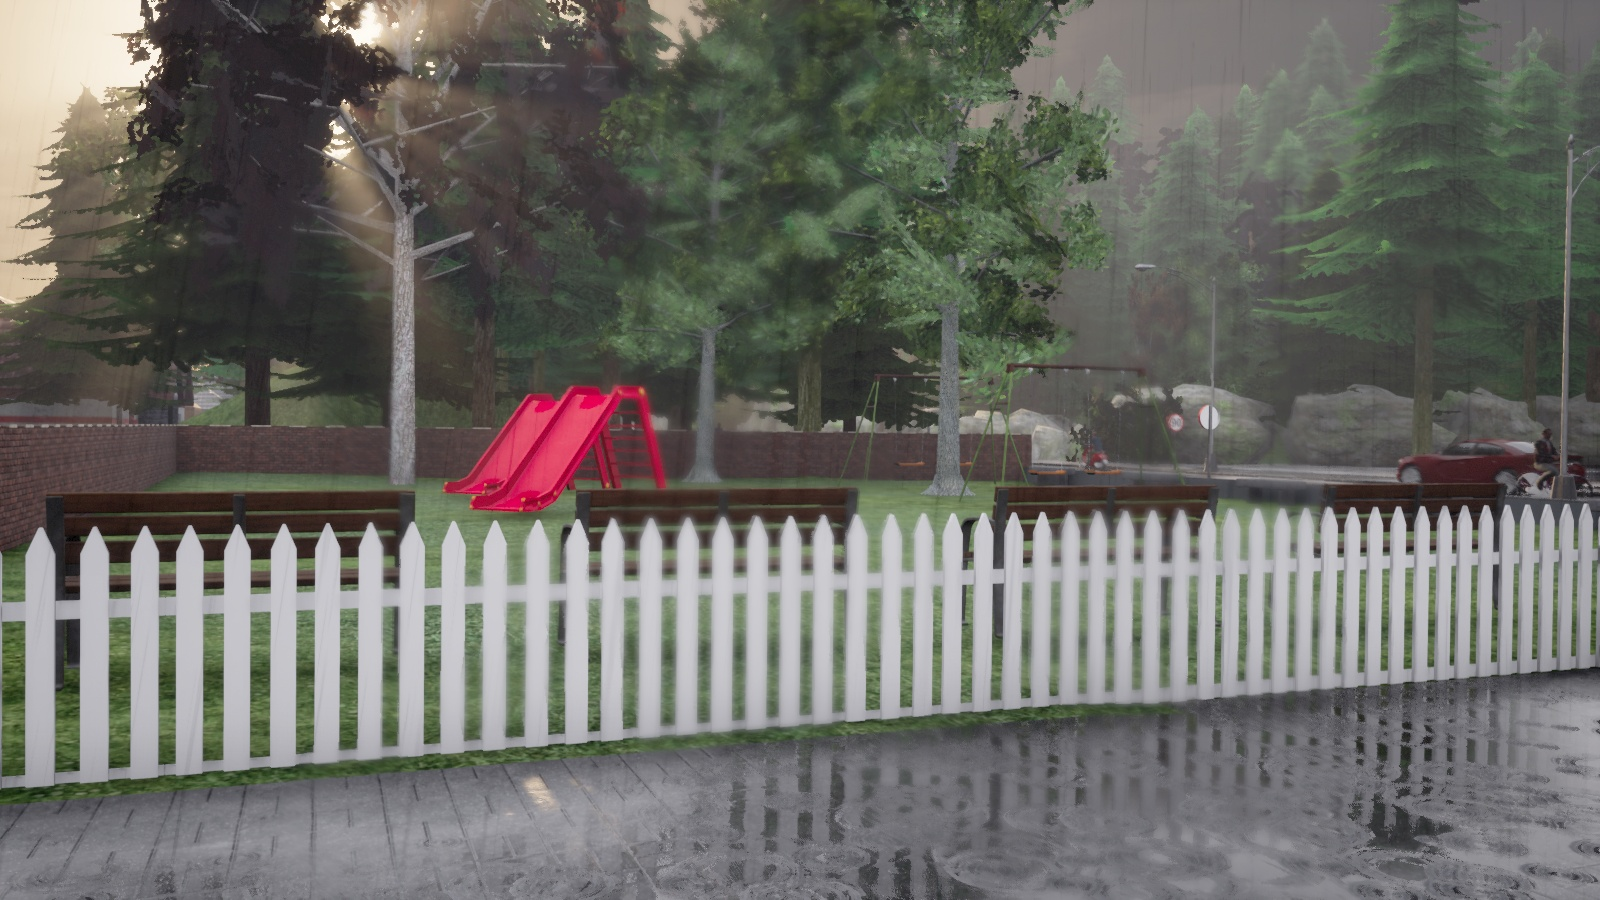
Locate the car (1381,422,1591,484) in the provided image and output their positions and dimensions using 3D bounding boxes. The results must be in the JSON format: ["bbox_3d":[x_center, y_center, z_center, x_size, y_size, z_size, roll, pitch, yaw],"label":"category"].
[{"bbox_3d":[18.571,0.019,34.300,1.882,1.535,5.008,-1,1,-21],"label":"car"}]

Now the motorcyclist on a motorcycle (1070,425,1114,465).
[{"bbox_3d":[11.982,-0.215,51.584,0.866,1.590,1.817,-1,1,-21],"label":"motorcyclist on a motorcycle"}]

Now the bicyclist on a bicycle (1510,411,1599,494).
[{"bbox_3d":[16.768,0.037,27.798,0.659,1.776,1.843,-1,1,-21],"label":"bicyclist on a bicycle"}]
